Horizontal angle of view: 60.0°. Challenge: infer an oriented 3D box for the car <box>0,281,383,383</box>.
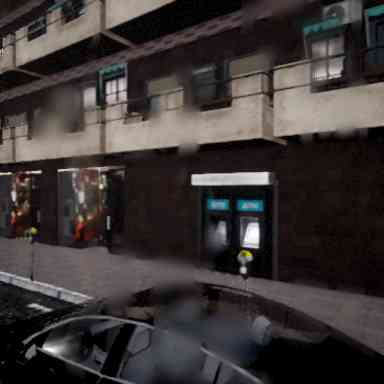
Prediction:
[{"bbox_3d":[-0.353,1.572,3.121,4.313,1.339,1.947,0,0,35],"label":"car"}]
